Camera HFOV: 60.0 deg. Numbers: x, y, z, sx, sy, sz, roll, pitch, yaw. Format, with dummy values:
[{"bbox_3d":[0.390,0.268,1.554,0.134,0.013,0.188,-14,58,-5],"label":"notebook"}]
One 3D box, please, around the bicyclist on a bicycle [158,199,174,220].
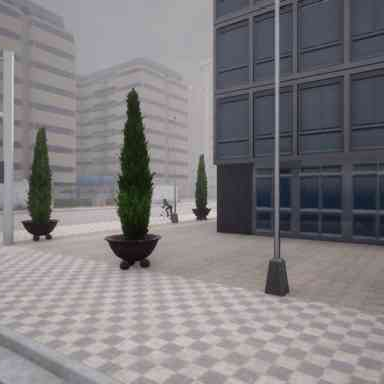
[{"bbox_3d":[-1.999,1.356,25.879,1.656,1.620,0.582,0,0,35],"label":"bicyclist on a bicycle"}]
